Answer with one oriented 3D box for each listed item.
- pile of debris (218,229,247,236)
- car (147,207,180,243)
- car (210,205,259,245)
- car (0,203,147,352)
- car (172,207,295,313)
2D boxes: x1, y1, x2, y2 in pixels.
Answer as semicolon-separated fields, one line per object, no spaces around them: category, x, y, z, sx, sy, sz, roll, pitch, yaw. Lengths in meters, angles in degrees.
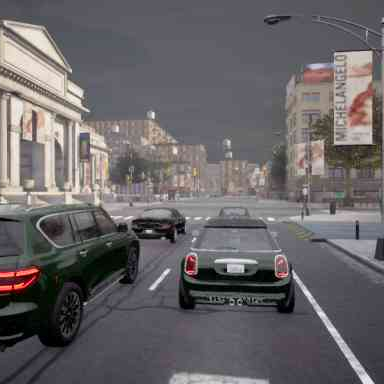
pile of debris;2.192;2.175;17.989;1.500;0.140;1.860;0;0;8
car;-1.459;1.478;16.207;1.882;1.535;5.008;0;0;7
car;2.136;1.489;16.752;2.128;1.511;4.902;0;0;7
car;-2.671;1.221;6.533;2.150;2.045;5.566;0;0;6
car;1.009;1.352;7.903;2.097;1.767;4.553;0;0;7
